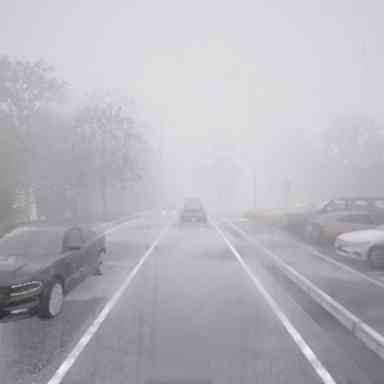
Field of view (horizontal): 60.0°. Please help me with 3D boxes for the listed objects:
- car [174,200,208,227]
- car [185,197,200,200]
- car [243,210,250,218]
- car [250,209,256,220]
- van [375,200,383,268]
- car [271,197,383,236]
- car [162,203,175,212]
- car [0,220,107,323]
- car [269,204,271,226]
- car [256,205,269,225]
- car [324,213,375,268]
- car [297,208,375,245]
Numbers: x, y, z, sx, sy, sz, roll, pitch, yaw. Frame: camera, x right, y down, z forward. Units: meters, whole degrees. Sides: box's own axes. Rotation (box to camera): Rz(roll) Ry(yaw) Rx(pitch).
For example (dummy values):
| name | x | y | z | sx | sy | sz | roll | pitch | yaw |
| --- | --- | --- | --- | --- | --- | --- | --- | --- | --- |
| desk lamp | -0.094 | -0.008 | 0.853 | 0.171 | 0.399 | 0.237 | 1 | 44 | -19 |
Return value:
| name | x | y | z | sx | sy | sz | roll | pitch | yaw |
| --- | --- | --- | --- | --- | --- | --- | --- | --- | --- |
| car | 0.099 | 1.583 | 23.753 | 2.128 | 1.511 | 4.902 | 0 | -1 | 0 |
| car | 0.095 | 1.604 | 40.536 | 2.150 | 2.045 | 5.566 | 0 | -1 | 0 |
| car | 6.898 | 1.588 | 27.360 | 5.366 | 1.575 | 1.946 | 0 | -1 | 0 |
| car | 7.087 | 1.562 | 24.592 | 4.892 | 1.521 | 2.231 | 0 | -1 | 0 |
| van | 7.190 | 1.268 | 7.943 | 4.442 | 1.987 | 1.878 | 0 | 0 | 0 |
| car | 7.049 | 1.263 | 16.272 | 5.566 | 2.045 | 2.435 | 0 | 0 | 0 |
| car | -3.329 | 2.228 | 49.577 | 1.895 | 1.301 | 4.718 | 0 | -2 | 0 |
| car | -3.351 | 1.483 | 7.544 | 1.882 | 1.535 | 5.008 | 0 | 0 | 0 |
| car | 7.110 | 1.398 | 19.043 | 4.553 | 1.767 | 2.185 | 0 | 0 | 0 |
| car | 7.087 | 1.538 | 21.820 | 5.008 | 1.535 | 2.097 | 0 | 0 | 0 |
| car | 7.078 | 1.541 | 10.719 | 4.674 | 1.452 | 2.002 | 0 | 0 | 0 |
| car | 7.106 | 1.537 | 13.495 | 4.792 | 1.488 | 2.163 | 0 | 0 | 0 |
